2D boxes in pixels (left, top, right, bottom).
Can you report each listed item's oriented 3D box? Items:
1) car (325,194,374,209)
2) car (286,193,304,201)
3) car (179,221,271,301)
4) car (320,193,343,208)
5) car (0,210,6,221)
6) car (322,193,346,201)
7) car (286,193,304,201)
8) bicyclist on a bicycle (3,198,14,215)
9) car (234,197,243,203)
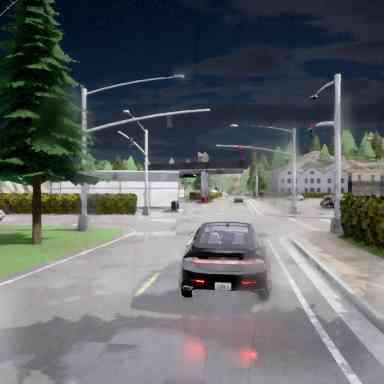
[{"bbox_3d":[18.312,1.339,38.623,4.514,1.523,2.007,0,0,8],"label":"car"},{"bbox_3d":[23.406,1.361,75.668,3.806,1.475,1.970,0,0,8],"label":"car"},{"bbox_3d":[0.890,1.492,8.417,2.128,1.511,4.902,0,0,8],"label":"car"},{"bbox_3d":[18.696,1.330,41.736,5.027,1.636,2.152,0,0,8],"label":"car"},{"bbox_3d":[-16.566,1.526,25.214,4.674,1.442,1.812,0,0,8],"label":"car"},{"bbox_3d":[31.809,1.097,74.528,4.605,1.855,1.932,0,0,8],"label":"car"},{"bbox_3d":[24.474,1.077,78.876,3.866,1.878,1.905,0,0,8],"label":"car"},{"bbox_3d":[-17.942,1.453,32.551,0.582,1.620,1.656,0,0,7],"label":"bicyclist on a bicycle"},{"bbox_3d":[9.478,1.601,67.403,1.895,1.301,4.718,0,0,8],"label":"car"}]
